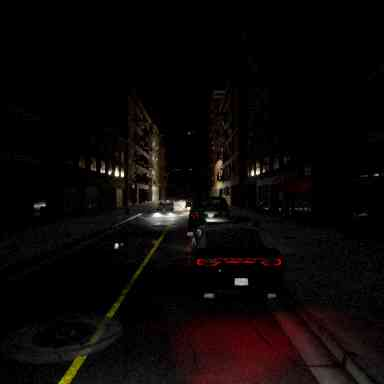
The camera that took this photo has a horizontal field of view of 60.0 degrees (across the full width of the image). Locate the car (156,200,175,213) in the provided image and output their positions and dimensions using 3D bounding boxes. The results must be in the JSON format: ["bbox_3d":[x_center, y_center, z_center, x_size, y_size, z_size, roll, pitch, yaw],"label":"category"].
[{"bbox_3d":[-3.009,1.621,37.916,1.895,1.301,4.718,0,0,0],"label":"car"}]

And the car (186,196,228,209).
[{"bbox_3d":[0.896,1.231,18.554,2.150,2.045,5.566,0,0,0],"label":"car"}]

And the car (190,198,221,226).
[{"bbox_3d":[0.894,1.360,24.494,2.097,1.767,4.553,0,0,0],"label":"car"}]

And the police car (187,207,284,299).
[{"bbox_3d":[0.898,1.427,8.633,1.930,1.638,5.238,0,0,0],"label":"police car"}]
